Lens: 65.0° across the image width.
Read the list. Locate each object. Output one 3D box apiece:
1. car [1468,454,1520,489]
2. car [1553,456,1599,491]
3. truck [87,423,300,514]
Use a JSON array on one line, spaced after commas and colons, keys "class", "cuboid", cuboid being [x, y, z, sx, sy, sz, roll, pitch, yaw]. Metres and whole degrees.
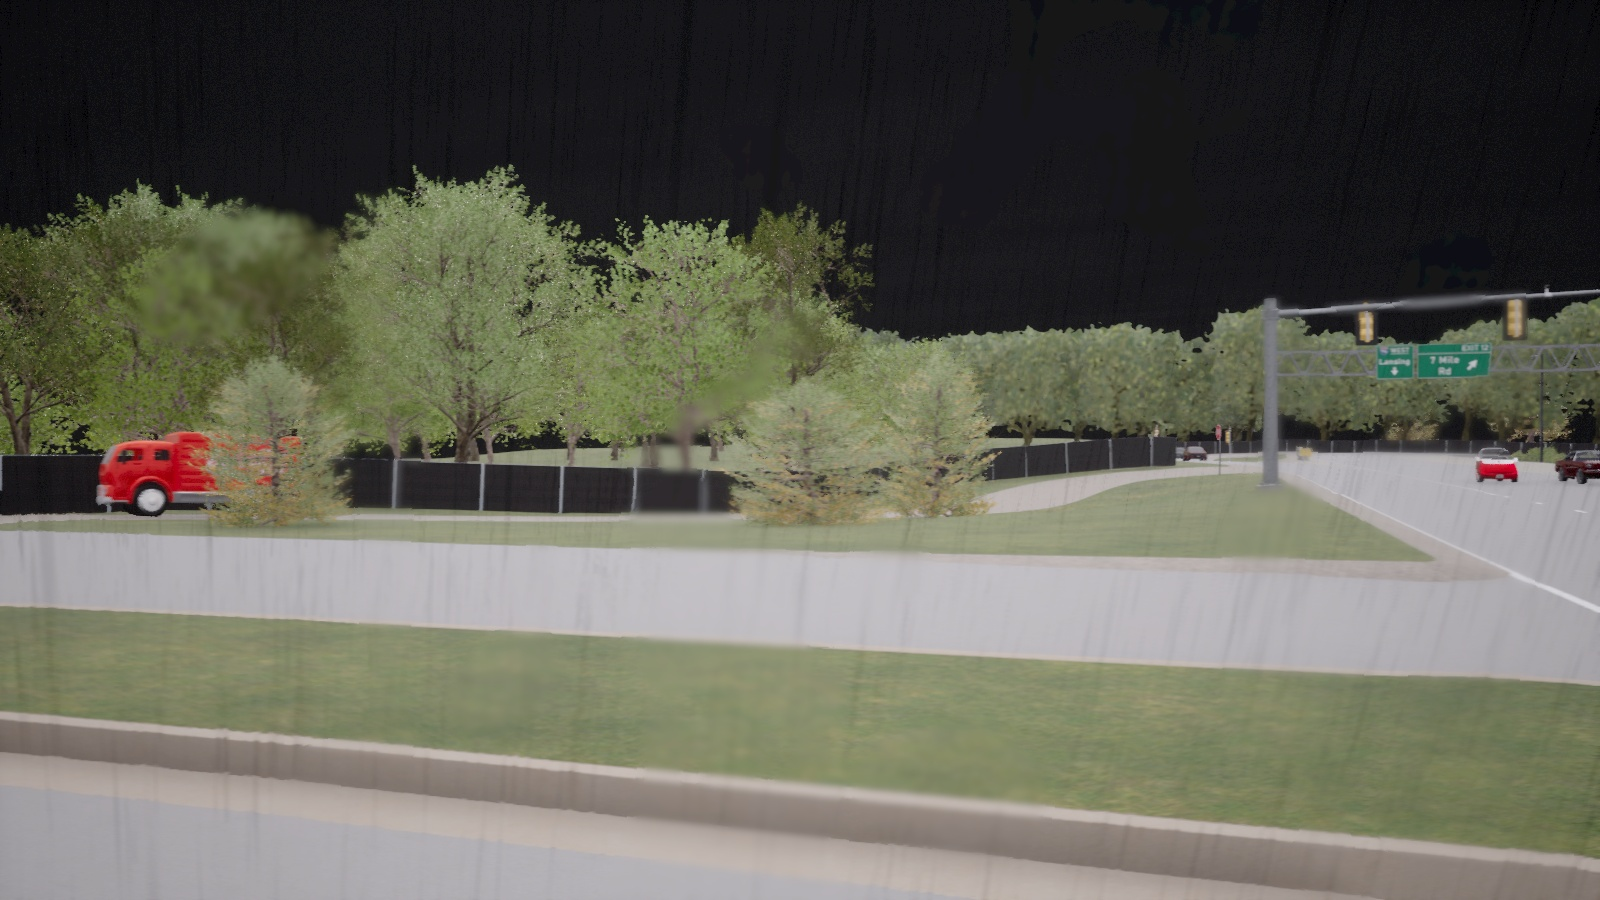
[{"class": "car", "cuboid": [28.216, 0.842, 51.088, 1.481, 1.376, 2.207, 0, 0, 19]}, {"class": "car", "cuboid": [31.434, 0.903, 49.682, 1.895, 1.301, 4.718, 0, 0, 19]}, {"class": "truck", "cuboid": [-17.941, 0.601, 37.232, 5.204, 2.467, 2.627, 3, -3, -36]}]
